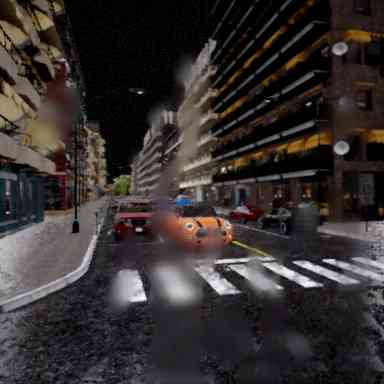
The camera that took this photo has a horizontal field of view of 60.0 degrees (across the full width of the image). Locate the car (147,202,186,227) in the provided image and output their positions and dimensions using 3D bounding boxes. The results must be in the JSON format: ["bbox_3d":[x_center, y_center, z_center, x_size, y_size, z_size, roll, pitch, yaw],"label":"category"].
[{"bbox_3d":[-2.010,1.559,24.313,2.033,1.411,5.357,0,0,-14],"label":"car"}]

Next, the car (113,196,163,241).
[{"bbox_3d":[-2.865,1.318,16.796,2.192,1.841,5.009,1,0,-13],"label":"car"}]

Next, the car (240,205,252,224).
[{"bbox_3d":[3.998,1.565,24.122,1.802,1.307,4.206,1,0,-13],"label":"car"}]

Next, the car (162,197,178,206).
[{"bbox_3d":[-3.768,1.620,56.633,1.887,1.381,4.507,1,0,-13],"label":"car"}]

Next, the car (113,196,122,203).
[{"bbox_3d":[-17.107,1.718,76.400,1.887,1.381,4.507,1,0,-13],"label":"car"}]

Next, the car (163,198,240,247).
[{"bbox_3d":[0.222,1.338,15.068,2.097,1.767,4.553,0,0,-14],"label":"car"}]

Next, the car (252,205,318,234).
[{"bbox_3d":[5.293,1.534,18.703,1.947,1.339,4.313,1,0,-13],"label":"car"}]

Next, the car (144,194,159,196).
[{"bbox_3d":[-7.507,1.605,61.099,1.837,1.490,4.892,0,0,-14],"label":"car"}]

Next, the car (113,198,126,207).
[{"bbox_3d":[-11.929,1.676,54.724,1.947,1.339,4.313,1,0,-13],"label":"car"}]

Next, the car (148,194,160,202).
[{"bbox_3d":[-8.944,1.453,78.308,2.192,1.841,5.009,1,0,-13],"label":"car"}]

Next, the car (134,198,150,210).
[{"bbox_3d":[-6.682,1.593,44.055,1.812,1.442,4.674,0,0,-13],"label":"car"}]

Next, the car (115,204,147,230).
[{"bbox_3d":[-4.162,1.563,22.214,1.887,1.381,4.507,1,0,-13],"label":"car"}]

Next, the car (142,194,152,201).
[{"bbox_3d":[-12.828,1.501,94.565,2.192,1.841,5.009,1,0,-13],"label":"car"}]

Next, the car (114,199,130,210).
[{"bbox_3d":[-9.339,1.646,43.888,1.947,1.339,4.313,1,0,-13],"label":"car"}]

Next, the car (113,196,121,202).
[{"bbox_3d":[-19.696,1.787,87.236,1.802,1.307,4.206,1,0,-13],"label":"car"}]

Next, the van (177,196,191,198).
[{"bbox_3d":[-1.178,1.385,45.798,1.690,1.788,3.998,1,0,-13],"label":"van"}]

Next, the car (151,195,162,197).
[{"bbox_3d":[-5.220,1.637,51.477,1.994,1.385,4.181,0,0,-13],"label":"car"}]

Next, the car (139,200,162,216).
[{"bbox_3d":[-4.337,1.565,34.079,1.812,1.442,4.674,0,0,-13],"label":"car"}]

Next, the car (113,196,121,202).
[{"bbox_3d":[-18.401,1.771,81.817,1.802,1.307,4.206,1,0,-13],"label":"car"}]
